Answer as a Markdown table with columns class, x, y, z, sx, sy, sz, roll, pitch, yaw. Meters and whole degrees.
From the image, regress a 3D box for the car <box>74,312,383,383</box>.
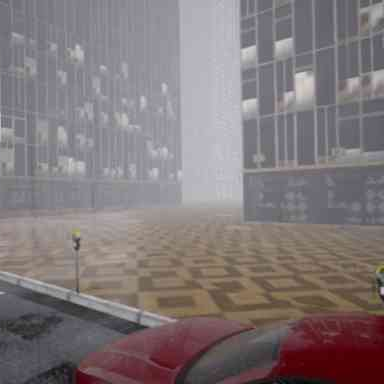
| class | x | y | z | sx | sy | sz | roll | pitch | yaw |
| --- | --- | --- | --- | --- | --- | --- | --- | --- | --- |
| car | 1.048 | 1.545 | 2.145 | 4.507 | 1.381 | 1.887 | 0 | -1 | 36 |
